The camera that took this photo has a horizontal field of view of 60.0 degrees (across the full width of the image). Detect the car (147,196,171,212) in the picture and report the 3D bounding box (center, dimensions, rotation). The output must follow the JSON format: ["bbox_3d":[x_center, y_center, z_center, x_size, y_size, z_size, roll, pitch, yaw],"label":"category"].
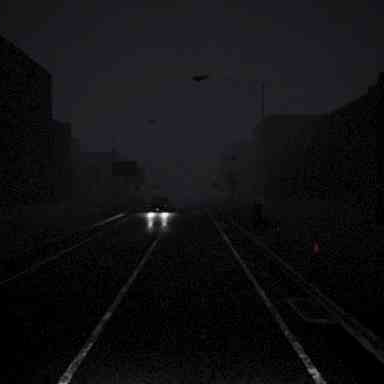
[{"bbox_3d":[-2.995,1.100,31.401,2.033,1.411,5.357,0,1,0],"label":"car"}]
